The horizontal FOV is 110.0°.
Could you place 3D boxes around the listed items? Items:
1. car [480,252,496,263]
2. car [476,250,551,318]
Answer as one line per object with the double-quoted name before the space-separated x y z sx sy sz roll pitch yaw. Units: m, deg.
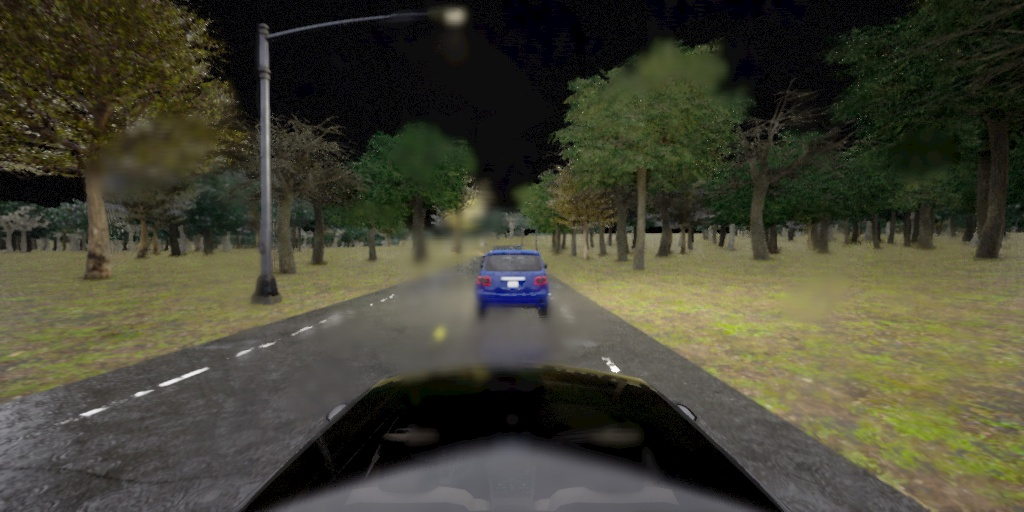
"car" -3.512 0.126 53.929 2.033 1.411 5.357 0 2 1
"car" 0.065 0.807 12.275 2.150 2.045 5.566 0 1 1
